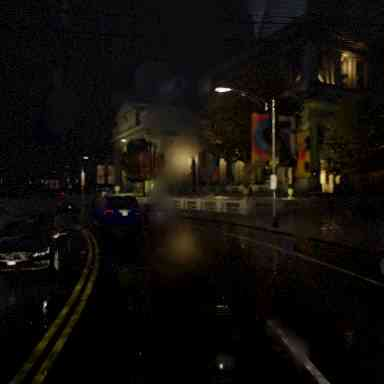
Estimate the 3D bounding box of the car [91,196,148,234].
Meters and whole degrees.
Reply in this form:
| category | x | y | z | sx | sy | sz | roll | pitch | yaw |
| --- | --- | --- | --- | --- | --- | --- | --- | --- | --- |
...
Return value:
| category | x | y | z | sx | sy | sz | roll | pitch | yaw |
| --- | --- | --- | --- | --- | --- | --- | --- | --- | --- |
| car | -4.631 | 1.244 | 19.868 | 2.150 | 2.045 | 5.566 | 0 | 0 | -24 |

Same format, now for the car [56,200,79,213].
| category | x | y | z | sx | sy | sz | roll | pitch | yaw |
| --- | --- | --- | --- | --- | --- | --- | --- | --- | --- |
| car | -14.241 | 1.637 | 37.934 | 1.994 | 1.385 | 4.181 | 0 | 0 | -28 |

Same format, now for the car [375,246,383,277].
| category | x | y | z | sx | sy | sz | roll | pitch | yaw |
| --- | --- | --- | --- | --- | --- | --- | --- | --- | --- |
| car | 6.012 | 1.485 | 6.893 | 2.002 | 1.452 | 4.674 | 0 | 0 | -9 |

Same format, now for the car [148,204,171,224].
| category | x | y | z | sx | sy | sz | roll | pitch | yaw |
| --- | --- | --- | --- | --- | --- | --- | --- | --- | --- |
| car | -3.071 | 1.577 | 24.423 | 1.994 | 1.385 | 4.181 | 0 | 0 | -26 |

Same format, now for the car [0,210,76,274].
| category | x | y | z | sx | sy | sz | roll | pitch | yaw |
| --- | --- | --- | --- | --- | --- | --- | --- | --- | --- |
| car | -5.024 | 1.534 | 10.588 | 1.837 | 1.490 | 4.892 | 0 | -1 | -14 |
